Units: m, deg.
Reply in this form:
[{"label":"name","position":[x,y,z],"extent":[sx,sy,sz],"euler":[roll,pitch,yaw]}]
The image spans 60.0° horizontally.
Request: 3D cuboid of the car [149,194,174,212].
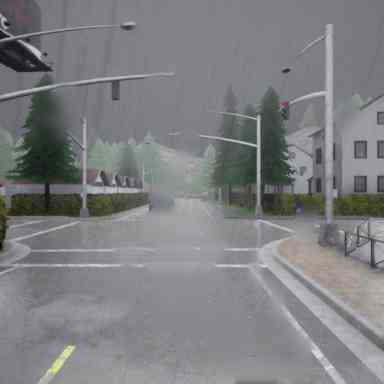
[{"label":"car","position":[-3.590,1.223,38.383],"extent":[2.150,2.045,5.566],"euler":[0,0,0]}]
